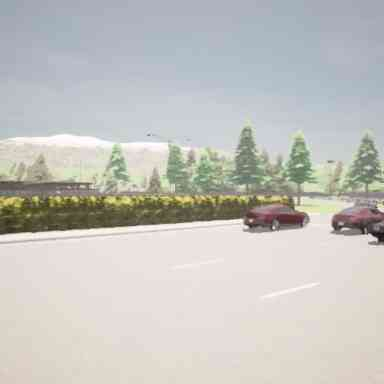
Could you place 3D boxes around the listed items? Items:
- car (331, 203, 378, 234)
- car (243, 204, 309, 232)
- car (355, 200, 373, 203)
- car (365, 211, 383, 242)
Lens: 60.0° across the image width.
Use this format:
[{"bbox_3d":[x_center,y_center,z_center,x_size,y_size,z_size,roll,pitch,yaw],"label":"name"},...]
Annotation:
[{"bbox_3d":[10.013,1.573,19.506,4.674,1.442,1.812,0,0,-36],"label":"car"},{"bbox_3d":[5.332,1.518,20.780,5.008,1.535,1.882,0,0,-39],"label":"car"},{"bbox_3d":[17.547,1.574,33.803,2.128,1.511,4.902,0,0,36],"label":"car"},{"bbox_3d":[10.257,1.643,15.362,4.718,1.301,1.895,0,0,-36],"label":"car"}]
